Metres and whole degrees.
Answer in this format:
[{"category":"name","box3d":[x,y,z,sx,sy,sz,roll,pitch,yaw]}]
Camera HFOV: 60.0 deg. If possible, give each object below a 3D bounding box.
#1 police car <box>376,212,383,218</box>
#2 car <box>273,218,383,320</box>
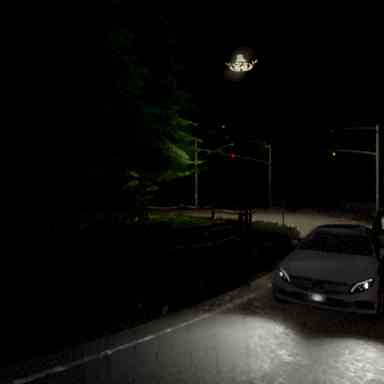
[{"category":"police car","box3d":[10.582,1.493,16.319,2.038,1.542,4.974,0,0,11]},{"category":"car","box3d":[3.409,1.521,7.613,1.812,1.442,4.674,0,0,33]}]
